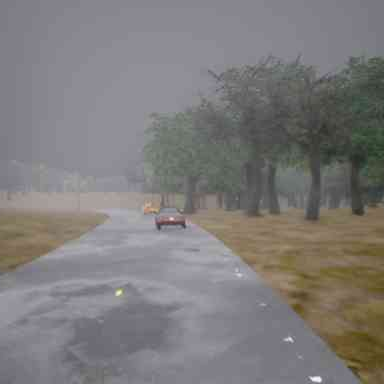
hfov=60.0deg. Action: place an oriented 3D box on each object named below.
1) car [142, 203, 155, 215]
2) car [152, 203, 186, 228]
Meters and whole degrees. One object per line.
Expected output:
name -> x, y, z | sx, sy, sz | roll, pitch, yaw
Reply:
car -> -5.384, 2.139, 42.959 | 1.882, 1.535, 5.008 | -1, -2, -14
car -> -1.598, 1.734, 23.567 | 1.994, 1.385, 4.181 | -1, -1, -8
